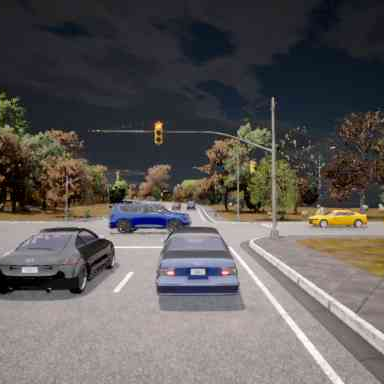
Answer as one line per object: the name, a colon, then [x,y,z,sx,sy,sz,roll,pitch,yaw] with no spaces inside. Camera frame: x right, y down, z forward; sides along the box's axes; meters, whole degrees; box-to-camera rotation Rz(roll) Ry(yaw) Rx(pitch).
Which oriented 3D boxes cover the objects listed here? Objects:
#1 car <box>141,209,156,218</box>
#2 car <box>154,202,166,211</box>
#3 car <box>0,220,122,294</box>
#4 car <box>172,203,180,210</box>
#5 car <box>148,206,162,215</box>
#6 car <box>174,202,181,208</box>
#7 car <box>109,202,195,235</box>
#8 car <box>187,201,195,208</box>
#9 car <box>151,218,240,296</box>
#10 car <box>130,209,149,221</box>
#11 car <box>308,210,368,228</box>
car: [-7.239,3.474,55.295,1.895,1.301,4.718,0,-1,0]
car: [-7.204,3.333,75.206,2.097,1.767,4.553,0,0,0]
car: [-3.446,1.666,9.078,1.994,1.385,4.181,0,-1,0]
car: [-3.713,3.491,78.311,1.812,1.442,4.674,0,0,0]
car: [-7.214,3.540,65.042,2.033,1.411,5.357,0,0,0]
car: [-3.857,3.434,88.287,1.837,1.490,4.892,0,0,-4]
car: [-2.816,1.784,22.532,5.566,2.045,2.150,0,-3,3]
car: [-0.334,3.249,88.030,1.882,1.535,5.008,0,0,-4]
car: [0.068,1.648,8.970,2.033,1.411,5.357,0,-1,-1]
car: [-7.231,3.149,46.275,1.812,1.442,4.674,0,-2,0]
car: [12.961,2.370,29.701,5.008,1.535,1.882,0,-3,-2]
